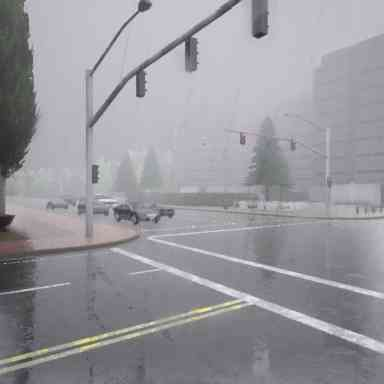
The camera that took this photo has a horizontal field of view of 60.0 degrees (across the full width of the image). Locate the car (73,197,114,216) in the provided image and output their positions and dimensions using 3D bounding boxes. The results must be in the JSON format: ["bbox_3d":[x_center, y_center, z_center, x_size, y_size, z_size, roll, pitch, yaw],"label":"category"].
[{"bbox_3d":[-9.526,1.505,31.870,1.837,1.490,4.892,0,0,-36],"label":"car"}]

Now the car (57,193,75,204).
[{"bbox_3d":[-19.929,1.223,52.469,2.150,2.045,5.566,0,0,-35],"label":"car"}]

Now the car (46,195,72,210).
[{"bbox_3d":[-17.429,1.526,42.904,1.812,1.442,4.674,0,0,-36],"label":"car"}]

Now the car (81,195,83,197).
[{"bbox_3d":[-20.404,1.221,65.377,2.150,2.045,5.566,0,0,-36],"label":"car"}]

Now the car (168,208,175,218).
[{"bbox_3d":[-3.420,1.601,29.367,1.895,1.301,4.718,0,0,-36],"label":"car"}]

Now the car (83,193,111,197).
[{"bbox_3d":[-10.674,1.218,39.477,2.150,2.045,5.566,0,0,-36],"label":"car"}]

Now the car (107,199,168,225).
[{"bbox_3d":[-4.108,1.492,24.339,2.128,1.511,4.902,0,0,-36],"label":"car"}]
